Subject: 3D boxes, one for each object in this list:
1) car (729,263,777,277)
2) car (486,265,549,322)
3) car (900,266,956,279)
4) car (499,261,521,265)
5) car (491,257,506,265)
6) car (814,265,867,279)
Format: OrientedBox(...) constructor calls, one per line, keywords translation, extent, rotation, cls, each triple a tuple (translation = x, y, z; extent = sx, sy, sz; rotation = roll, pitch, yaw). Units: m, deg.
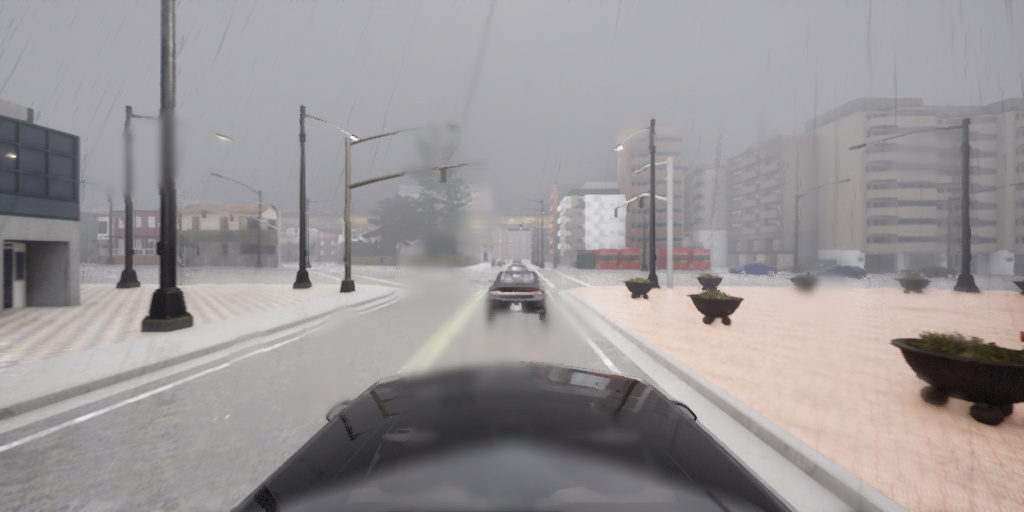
OrientedBox(translation=(27.906, 1.546, 41.631), extent=(5.008, 1.535, 1.882), rotation=(1, 0, 0), cls="car")
OrientedBox(translation=(0.190, 1.243, 12.239), extent=(2.128, 1.511, 4.902), rotation=(0, 0, 1), cls="car")
OrientedBox(translation=(48.006, 1.873, 41.441), extent=(5.008, 1.535, 1.882), rotation=(1, 0, 0), cls="car")
OrientedBox(translation=(0.355, 1.325, 25.830), extent=(2.033, 1.411, 5.357), rotation=(0, 0, 1), cls="car")
OrientedBox(translation=(-2.757, 1.248, 64.717), extent=(2.128, 1.511, 4.902), rotation=(0, 0, 1), cls="car")
OrientedBox(translation=(34.834, 1.702, 38.092), extent=(4.674, 1.442, 1.812), rotation=(1, 0, 0), cls="car")
